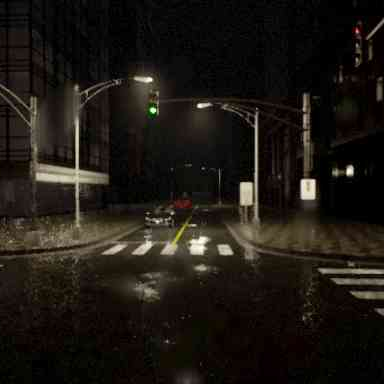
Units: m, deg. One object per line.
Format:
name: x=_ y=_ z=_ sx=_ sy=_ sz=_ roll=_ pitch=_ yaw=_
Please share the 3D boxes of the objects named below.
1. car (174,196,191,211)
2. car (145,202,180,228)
car: x=-1.271 y=1.646 z=47.197 sx=2.150 sy=2.045 sz=5.566 roll=0 pitch=-1 yaw=2
car: x=-2.146 y=1.730 z=23.949 sx=1.837 sy=1.490 sz=4.892 roll=0 pitch=0 yaw=2
